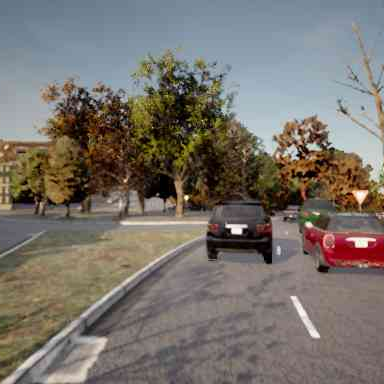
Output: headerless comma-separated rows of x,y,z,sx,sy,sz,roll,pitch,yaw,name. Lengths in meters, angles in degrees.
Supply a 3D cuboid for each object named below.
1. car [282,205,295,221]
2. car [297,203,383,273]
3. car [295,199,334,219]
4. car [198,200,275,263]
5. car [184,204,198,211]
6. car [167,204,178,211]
9.995,2.021,31.655,2.128,1.511,4.902,-1,-2,29,car
4.890,1.417,10.894,2.097,1.767,4.553,0,-1,11,car
7.772,1.442,20.399,2.150,2.045,5.566,0,-1,21,car
1.936,1.308,12.657,2.150,2.045,5.566,0,-1,13,car
1.103,2.935,62.344,4.892,1.490,1.837,-1,-2,31,car
-2.244,3.062,66.406,5.357,1.411,2.033,0,-2,8,car
